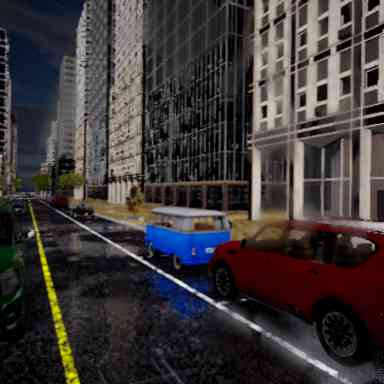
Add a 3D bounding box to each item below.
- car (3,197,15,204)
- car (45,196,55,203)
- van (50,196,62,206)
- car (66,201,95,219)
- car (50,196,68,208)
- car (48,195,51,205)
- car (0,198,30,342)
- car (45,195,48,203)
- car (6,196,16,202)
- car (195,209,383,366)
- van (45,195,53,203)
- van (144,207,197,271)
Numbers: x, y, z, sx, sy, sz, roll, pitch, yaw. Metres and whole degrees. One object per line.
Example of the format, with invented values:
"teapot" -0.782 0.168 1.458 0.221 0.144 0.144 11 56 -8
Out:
"car" -40.539 1.809 73.724 2.008 1.369 4.403 0 0 -26
"car" -33.026 1.802 77.435 1.967 1.590 4.097 0 0 -26
"van" -25.474 1.643 62.147 1.690 1.788 3.998 0 0 -26
"car" -10.373 1.730 31.570 2.008 1.369 4.403 0 0 -26
"car" -20.441 1.577 51.956 2.192 1.841 5.009 0 0 -26
"car" -22.958 1.597 57.052 2.192 1.841 5.009 0 0 -26
"car" -4.334 1.237 6.298 2.150 2.045 5.566 1 -1 -26
"car" -27.991 1.762 67.243 1.967 1.590 4.097 0 0 -26
"car" -45.572 1.737 83.916 1.967 1.590 4.097 0 0 -26
"car" 2.211 1.391 6.092 2.192 1.841 5.009 0 0 -26
"van" -35.542 1.722 82.531 1.690 1.788 3.998 0 0 -26
"van" -0.305 1.438 11.188 1.690 1.788 3.998 0 0 -26
